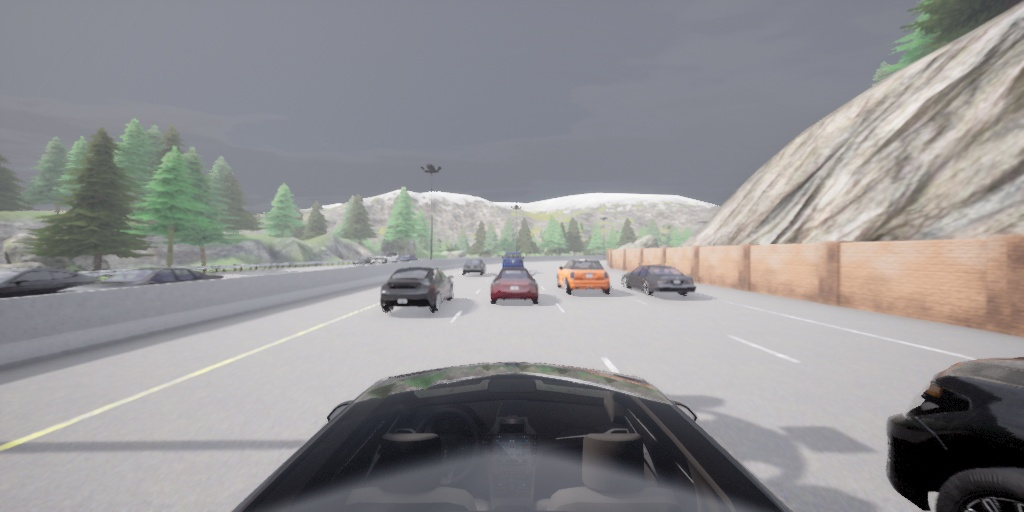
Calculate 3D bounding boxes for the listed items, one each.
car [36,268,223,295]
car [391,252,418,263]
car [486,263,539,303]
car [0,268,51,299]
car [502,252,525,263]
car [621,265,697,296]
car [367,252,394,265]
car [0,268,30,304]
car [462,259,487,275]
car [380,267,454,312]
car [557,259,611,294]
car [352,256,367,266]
[{"bbox_3d":[-14.100,1.177,14.119,2.033,1.411,5.357,0,1,0],"label":"car"},{"bbox_3d":[-15.862,0.483,54.333,1.812,1.442,4.674,0,1,11],"label":"car"},{"bbox_3d":[0.100,1.179,15.725,1.994,1.385,4.181,0,1,0],"label":"car"},{"bbox_3d":[-17.599,1.168,12.765,1.812,1.442,4.674,0,1,0],"label":"car"},{"bbox_3d":[0.137,0.630,37.091,2.150,2.045,5.566,0,1,1],"label":"car"},{"bbox_3d":[7.100,1.141,17.930,2.033,1.411,5.357,0,1,0],"label":"car"},{"bbox_3d":[-19.299,0.369,54.994,2.150,2.045,5.566,0,1,11],"label":"car"},{"bbox_3d":[-21.099,1.205,12.864,1.994,1.385,4.181,0,1,0],"label":"car"},{"bbox_3d":[-3.396,0.996,32.951,2.033,1.411,5.357,0,1,0],"label":"car"},{"bbox_3d":[-3.399,1.140,13.545,1.837,1.490,4.892,0,1,0],"label":"car"},{"bbox_3d":[3.601,0.937,18.802,2.097,1.767,4.553,0,1,0],"label":"car"},{"bbox_3d":[-22.724,0.732,55.719,2.128,1.511,4.902,0,1,11],"label":"car"}]
